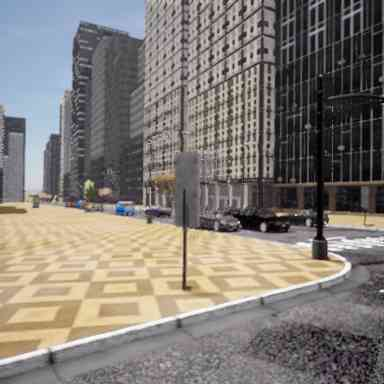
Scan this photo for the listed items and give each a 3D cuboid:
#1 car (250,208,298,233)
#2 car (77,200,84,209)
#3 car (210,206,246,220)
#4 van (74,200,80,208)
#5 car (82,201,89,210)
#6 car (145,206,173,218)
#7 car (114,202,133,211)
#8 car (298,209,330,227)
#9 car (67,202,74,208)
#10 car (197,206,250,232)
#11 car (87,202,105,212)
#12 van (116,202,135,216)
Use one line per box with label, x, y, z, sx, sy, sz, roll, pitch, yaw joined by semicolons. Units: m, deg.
car;4.715;1.890;23.224;1.882;1.535;5.008;1;-1;-25
car;-21.681;2.945;68.256;1.887;1.381;4.507;0;-1;-28
car;3.939;2.304;37.210;1.947;1.339;4.313;0;-1;-28
van;-24.281;2.856;73.247;1.690;1.788;3.998;0;-1;-27
car;-19.005;2.808;63.118;1.752;1.417;4.829;0;-1;-28
car;-4.041;2.377;40.034;1.895;1.301;4.718;1;-2;-27
car;-11.145;2.251;53.888;1.994;1.385;4.181;1;-2;-27
car;9.136;2.074;27.234;2.008;1.369;4.403;0;-1;-28
car;-29.476;3.291;83.219;1.887;1.381;4.507;0;-1;-28
car;1.704;1.956;23.364;2.008;1.369;4.403;0;-1;-27
car;-16.485;2.723;58.280;2.008;1.369;4.403;0;-1;-28
van;-8.692;2.179;43.321;1.690;1.788;3.998;0;-1;-28
